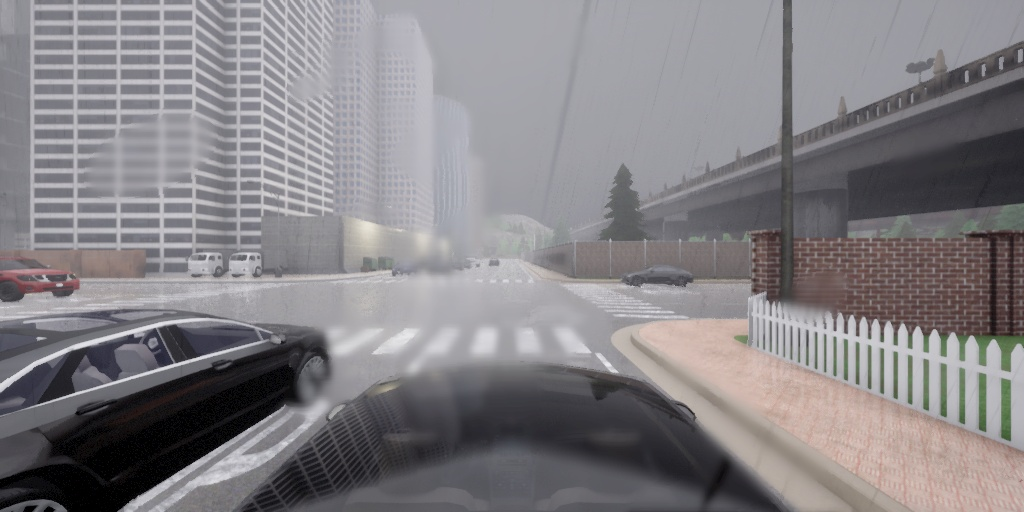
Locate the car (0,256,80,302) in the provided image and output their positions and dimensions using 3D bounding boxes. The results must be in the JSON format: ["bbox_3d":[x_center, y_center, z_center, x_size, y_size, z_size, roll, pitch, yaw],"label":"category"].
[{"bbox_3d":[-24.153,1.024,16.972,5.566,2.045,2.150,0,0,0],"label":"car"}]

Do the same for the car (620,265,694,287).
[{"bbox_3d":[9.735,1.327,24.209,4.674,1.442,1.812,0,0,2],"label":"car"}]

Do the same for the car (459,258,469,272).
[{"bbox_3d":[-7.125,1.306,45.715,1.994,1.385,4.181,0,0,0],"label":"car"}]

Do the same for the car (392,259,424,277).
[{"bbox_3d":[-10.620,1.270,36.274,1.812,1.442,4.674,0,0,0],"label":"car"}]

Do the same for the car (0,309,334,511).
[{"bbox_3d":[-3.557,1.241,3.304,2.128,1.511,4.902,0,0,1],"label":"car"}]

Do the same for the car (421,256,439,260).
[{"bbox_3d":[-10.627,0.964,45.976,2.150,2.045,5.566,0,0,0],"label":"car"}]

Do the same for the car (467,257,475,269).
[{"bbox_3d":[-7.113,1.305,54.112,1.994,1.385,4.181,0,0,0],"label":"car"}]

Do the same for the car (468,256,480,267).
[{"bbox_3d":[-7.058,0.961,64.759,2.150,2.045,5.566,0,0,0],"label":"car"}]

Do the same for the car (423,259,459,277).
[{"bbox_3d":[-7.119,1.292,36.477,2.033,1.411,5.357,0,0,0],"label":"car"}]
